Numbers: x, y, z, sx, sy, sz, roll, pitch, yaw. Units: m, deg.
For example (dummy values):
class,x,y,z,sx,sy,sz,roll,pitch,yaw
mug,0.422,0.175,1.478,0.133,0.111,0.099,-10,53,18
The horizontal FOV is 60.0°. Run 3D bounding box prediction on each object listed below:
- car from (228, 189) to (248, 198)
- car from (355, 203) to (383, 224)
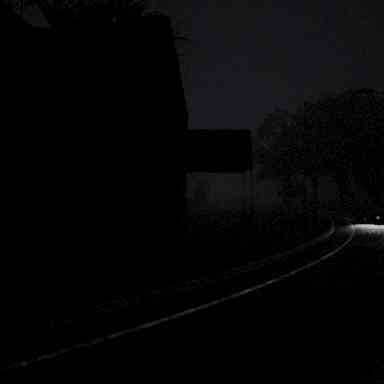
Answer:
class,x,y,z,sx,sy,sz,roll,pitch,yaw
car,13.452,0.786,93.099,4.674,1.452,2.002,-2,4,-20
car,12.573,1.466,23.123,1.994,1.385,4.181,0,0,21
